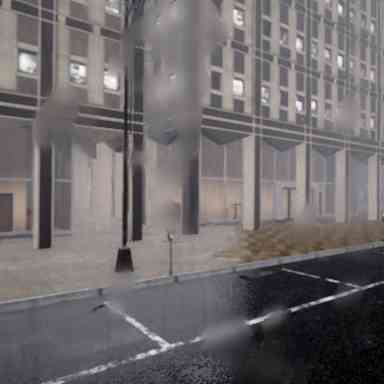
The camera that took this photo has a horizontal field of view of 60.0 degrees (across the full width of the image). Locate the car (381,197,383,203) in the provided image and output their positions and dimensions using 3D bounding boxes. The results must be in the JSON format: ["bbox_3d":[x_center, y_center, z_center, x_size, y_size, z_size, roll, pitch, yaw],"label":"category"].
[{"bbox_3d":[42.063,1.754,69.272,1.802,1.307,4.206,2,0,-36],"label":"car"}]
